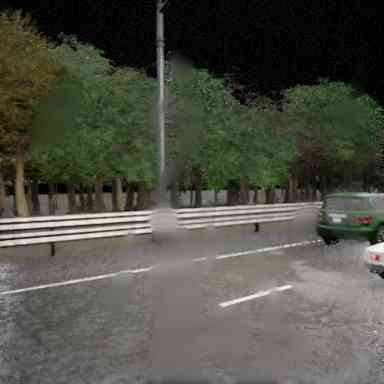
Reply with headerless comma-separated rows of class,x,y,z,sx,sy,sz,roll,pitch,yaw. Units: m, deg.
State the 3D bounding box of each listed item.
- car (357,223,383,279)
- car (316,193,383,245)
car,6.333,1.468,8.266,4.718,1.301,1.895,-1,1,-36
car,7.244,1.042,13.232,5.566,2.045,2.150,-1,1,-36
